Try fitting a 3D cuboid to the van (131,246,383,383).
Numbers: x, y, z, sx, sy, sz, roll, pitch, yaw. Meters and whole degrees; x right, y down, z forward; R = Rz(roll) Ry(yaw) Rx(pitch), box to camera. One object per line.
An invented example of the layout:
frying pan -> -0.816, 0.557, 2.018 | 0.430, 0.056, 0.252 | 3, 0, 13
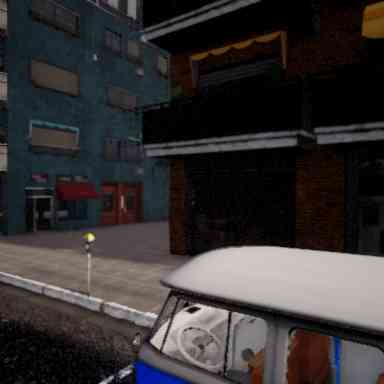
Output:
van -> 1.406, 1.338, 1.858 | 3.998, 1.788, 1.690 | 0, 1, 35
